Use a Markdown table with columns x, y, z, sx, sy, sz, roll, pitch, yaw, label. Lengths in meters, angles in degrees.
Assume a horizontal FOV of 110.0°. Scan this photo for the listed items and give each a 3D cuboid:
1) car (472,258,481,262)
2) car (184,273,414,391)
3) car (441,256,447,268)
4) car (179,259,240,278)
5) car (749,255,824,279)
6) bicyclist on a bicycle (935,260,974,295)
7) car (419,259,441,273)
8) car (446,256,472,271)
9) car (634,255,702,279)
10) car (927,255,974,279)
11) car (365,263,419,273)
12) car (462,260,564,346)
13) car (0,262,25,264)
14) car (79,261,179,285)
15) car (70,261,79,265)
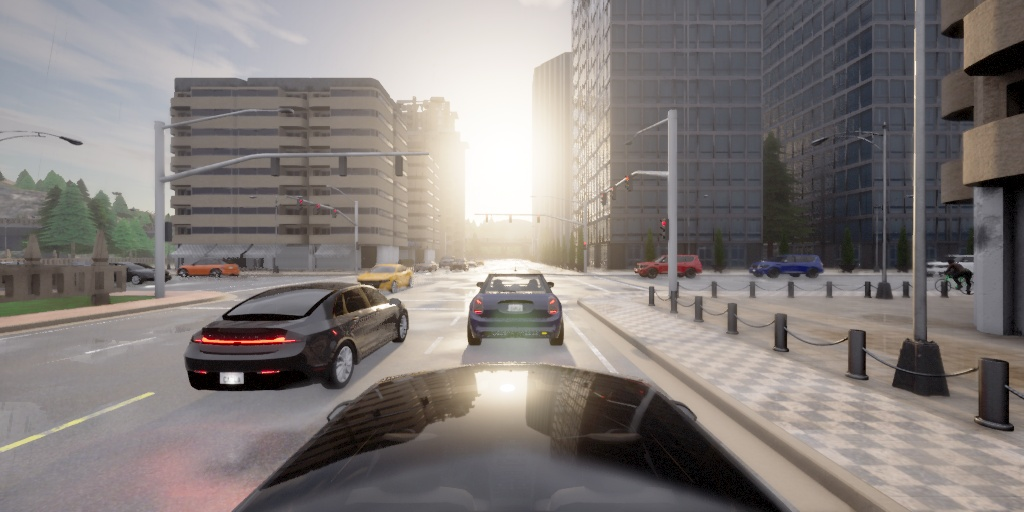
| x | y | z | sx | sy | sz | roll | pitch | yaw | label |
| --- | --- | --- | --- | --- | --- | --- | --- | --- | --- |
| -6.997 | 1.297 | 61.604 | 2.033 | 1.411 | 5.357 | 0 | 0 | 0 | car |
| -3.427 | 1.255 | 6.831 | 1.837 | 1.490 | 4.892 | 0 | 0 | 0 | car |
| -10.520 | 0.974 | 58.657 | 2.150 | 2.045 | 5.566 | 0 | 0 | 0 | car |
| -27.019 | 1.046 | 31.935 | 4.553 | 1.767 | 2.097 | 0 | 0 | 4 | car |
| 24.027 | 0.916 | 31.466 | 5.566 | 2.045 | 2.150 | 0 | 0 | 1 | car |
| 21.018 | 0.996 | 17.004 | 0.582 | 1.620 | 1.656 | 0 | 0 | 0 | bicyclist on a bicycle |
| -10.589 | 1.276 | 44.614 | 1.812 | 1.442 | 4.674 | 0 | 0 | 1 | car |
| -7.044 | 1.102 | 48.198 | 2.097 | 1.767 | 4.553 | 0 | 0 | 0 | car |
| 13.707 | 0.917 | 31.536 | 5.566 | 2.045 | 2.150 | 0 | 0 | 0 | car |
| 39.136 | 0.915 | 31.352 | 5.566 | 2.045 | 2.150 | 0 | 0 | 1 | car |
| -7.092 | 1.207 | 20.458 | 1.882 | 1.535 | 5.008 | 0 | 0 | 0 | car |
| 0.090 | 1.102 | 9.603 | 2.097 | 1.767 | 4.553 | 0 | 0 | 0 | car |
| -36.408 | 1.199 | 26.247 | 4.892 | 1.490 | 1.837 | 0 | 0 | 15 | car |
| -26.505 | 1.199 | 24.902 | 4.892 | 1.490 | 1.837 | 0 | 0 | 4 | car |
| -47.679 | 1.242 | 39.663 | 5.357 | 1.411 | 2.033 | 0 | 0 | 40 | car |
